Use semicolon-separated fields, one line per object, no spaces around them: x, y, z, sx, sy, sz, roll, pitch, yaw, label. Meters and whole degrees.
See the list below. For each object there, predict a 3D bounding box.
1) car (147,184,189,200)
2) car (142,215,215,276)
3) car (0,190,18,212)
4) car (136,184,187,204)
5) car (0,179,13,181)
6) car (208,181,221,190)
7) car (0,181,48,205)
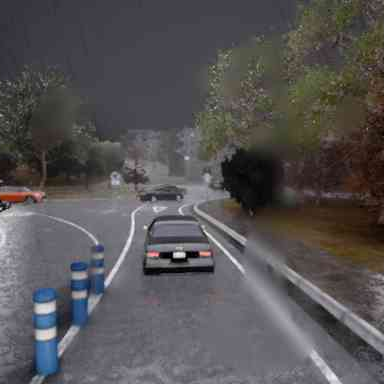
-2.590;-0.093;37.356;1.837;1.490;4.892;3;5;38;car
-0.507;1.404;10.018;2.033;1.411;5.357;0;2;-5;car
-15.644;0.733;24.432;5.357;1.411;2.033;2;4;29;car
-3.011;0.227;32.003;4.892;1.490;1.837;-2;4;-40;car
-32.285;-1.392;57.329;1.882;1.535;5.008;2;3;33;car
3.759;-1.079;52.860;2.128;1.511;4.902;0;4;-10;car
-15.600;0.190;30.152;4.553;1.767;2.097;0;3;-1;car
